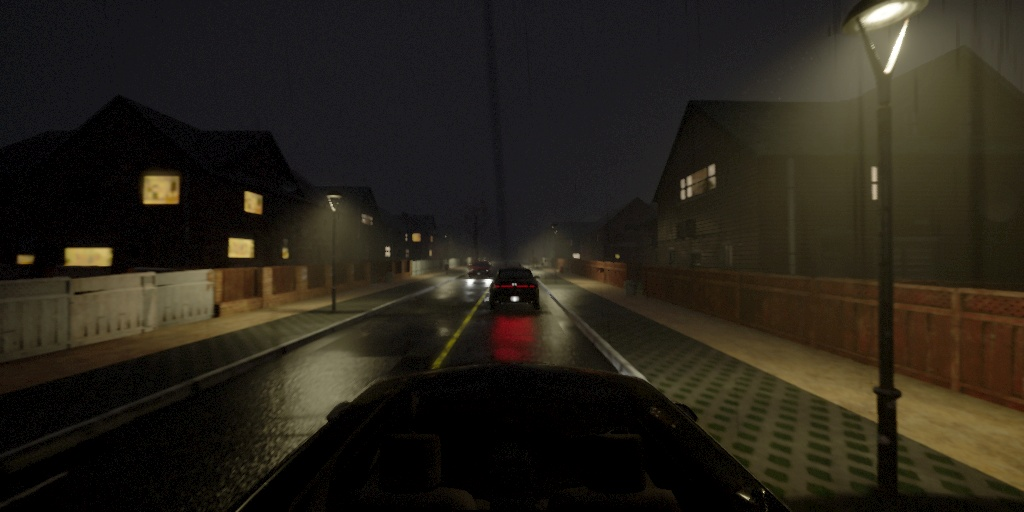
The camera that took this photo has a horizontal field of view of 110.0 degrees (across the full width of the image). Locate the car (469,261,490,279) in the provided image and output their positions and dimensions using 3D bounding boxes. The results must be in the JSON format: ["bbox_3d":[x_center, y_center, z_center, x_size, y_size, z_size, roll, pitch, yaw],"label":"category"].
[{"bbox_3d":[-2.755,1.190,32.035,1.812,1.442,4.674,0,0,0],"label":"car"}]

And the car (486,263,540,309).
[{"bbox_3d":[0.097,1.216,14.779,1.837,1.490,4.892,0,0,0],"label":"car"}]
